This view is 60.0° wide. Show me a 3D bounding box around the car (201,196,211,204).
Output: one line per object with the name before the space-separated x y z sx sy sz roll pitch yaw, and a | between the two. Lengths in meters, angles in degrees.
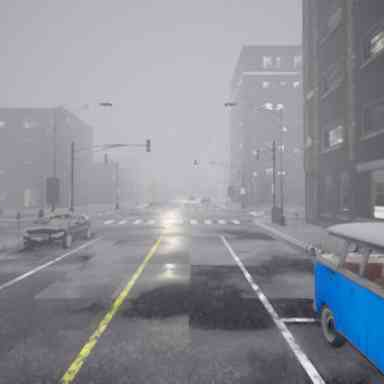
car | 2.708 1.462 63.921 1.967 1.590 4.097 1 0 0

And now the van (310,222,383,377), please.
van | 2.708 1.343 3.714 1.690 1.788 3.998 1 0 0

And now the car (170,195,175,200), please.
car | -5.674 1.615 92.294 1.802 1.307 4.206 1 0 0

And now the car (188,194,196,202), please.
car | 0.003 1.519 80.162 1.837 1.490 4.892 0 0 0

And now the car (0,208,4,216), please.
car | -19.299 1.624 29.790 4.507 1.381 1.887 0 -1 1

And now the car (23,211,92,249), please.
car | -5.676 1.557 14.536 2.008 1.369 4.403 1 0 0

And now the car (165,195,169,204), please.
car | -5.675 1.565 58.173 1.887 1.381 4.507 1 0 0

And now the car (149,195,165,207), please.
car | -5.751 1.563 52.491 1.887 1.381 4.507 1 0 0

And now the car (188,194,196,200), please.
car | 0.003 1.342 90.588 1.882 1.535 5.008 0 0 0
